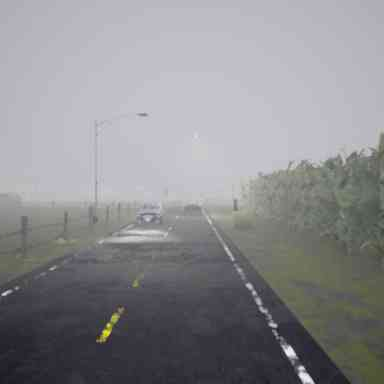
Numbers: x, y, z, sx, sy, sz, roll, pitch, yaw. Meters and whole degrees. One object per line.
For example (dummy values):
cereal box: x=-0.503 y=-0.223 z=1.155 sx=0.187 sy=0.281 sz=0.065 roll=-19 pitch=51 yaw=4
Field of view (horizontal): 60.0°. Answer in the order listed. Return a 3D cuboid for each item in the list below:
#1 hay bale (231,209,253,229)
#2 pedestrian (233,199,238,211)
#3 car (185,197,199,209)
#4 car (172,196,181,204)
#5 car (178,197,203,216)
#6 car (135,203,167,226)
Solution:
hay bale: x=3.125 y=1.687 z=20.848 sx=1.220 sy=1.180 sz=1.240 roll=0 pitch=0 yaw=0
pedestrian: x=2.824 y=1.337 z=21.947 sx=0.375 sy=1.860 sz=0.375 roll=0 pitch=0 yaw=-3
car: x=0.031 y=1.552 z=48.106 sx=1.882 sy=1.535 sz=5.008 roll=0 pitch=0 yaw=1
car: x=-2.754 y=1.546 z=66.023 sx=1.812 sy=1.442 sz=4.674 roll=0 pitch=0 yaw=0
car: x=0.045 y=1.542 z=33.440 sx=2.128 sy=1.511 sz=4.902 roll=0 pitch=0 yaw=0
car: x=-2.849 y=1.527 z=23.940 sx=2.128 sy=1.511 sz=4.902 roll=0 pitch=0 yaw=0
